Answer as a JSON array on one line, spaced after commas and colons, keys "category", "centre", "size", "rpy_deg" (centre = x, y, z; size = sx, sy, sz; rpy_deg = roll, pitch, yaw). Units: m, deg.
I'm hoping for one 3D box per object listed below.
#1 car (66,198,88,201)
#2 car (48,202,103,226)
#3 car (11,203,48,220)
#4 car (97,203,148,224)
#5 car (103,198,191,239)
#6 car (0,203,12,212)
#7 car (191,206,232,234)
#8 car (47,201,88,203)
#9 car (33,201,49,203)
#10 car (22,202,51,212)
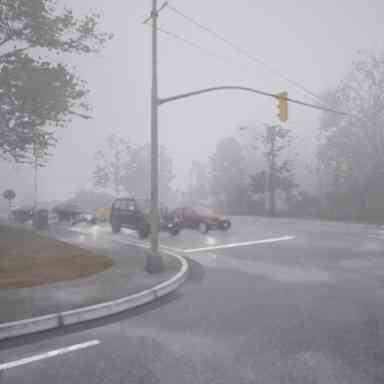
[{"category": "car", "centre": [-17.125, 1.939, 48.377], "size": [5.566, 2.045, 2.150], "rpy_deg": [-1, -1, 39]}, {"category": "car", "centre": [-9.186, 1.759, 26.190], "size": [2.128, 1.511, 4.902], "rpy_deg": [0, -1, -42]}, {"category": "car", "centre": [-16.242, 2.083, 33.440], "size": [4.718, 1.301, 1.895], "rpy_deg": [-2, -1, 43]}, {"category": "car", "centre": [-5.864, 1.731, 27.734], "size": [1.882, 1.535, 5.008], "rpy_deg": [0, -1, -42]}, {"category": "car", "centre": [-2.738, 1.335, 18.670], "size": [2.150, 2.045, 5.566], "rpy_deg": [0, -1, -37]}, {"category": "car", "centre": [-28.525, 2.421, 52.380], "size": [5.008, 1.535, 1.882], "rpy_deg": [-1, -1, 34]}, {"category": "car", "centre": [0.302, 1.591, 20.404], "size": [1.882, 1.535, 5.008], "rpy_deg": [0, -1, -39]}, {"category": "car", "centre": [-12.988, 1.955, 35.160], "size": [4.902, 1.511, 2.128], "rpy_deg": [-2, -1, 44]}, {"category": "car", "centre": [-20.523, 2.094, 46.545], "size": [4.553, 1.767, 2.097], "rpy_deg": [-1, -1, 39]}, {"category": "car", "centre": [-25.576, 2.417, 54.604], "size": [4.902, 1.511, 2.128], "rpy_deg": [-1, -1, 34]}]
